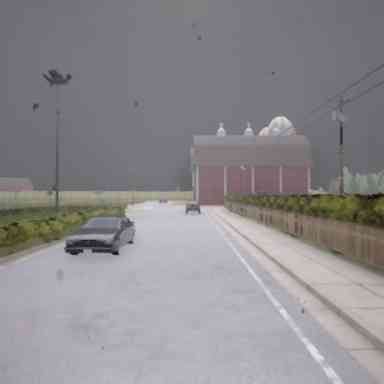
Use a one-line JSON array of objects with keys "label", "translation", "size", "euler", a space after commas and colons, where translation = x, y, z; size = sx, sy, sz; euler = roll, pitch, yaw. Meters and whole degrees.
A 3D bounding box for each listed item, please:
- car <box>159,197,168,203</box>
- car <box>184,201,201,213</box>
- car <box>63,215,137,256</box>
[{"label": "car", "translation": [-7.942, 2.232, 92.376], "size": [2.097, 1.767, 4.553], "euler": [0, -1, -3]}, {"label": "car", "translation": [0.121, 1.913, 42.788], "size": [1.837, 1.490, 4.892], "euler": [0, 0, 0]}, {"label": "car", "translation": [-3.582, 1.683, 14.097], "size": [2.033, 1.411, 5.357], "euler": [0, -1, 0]}]
